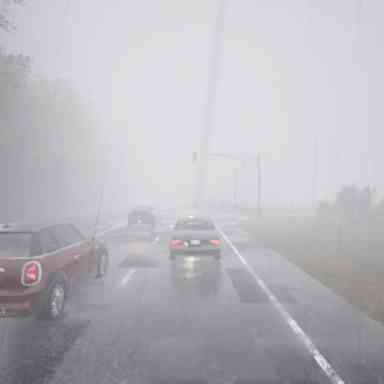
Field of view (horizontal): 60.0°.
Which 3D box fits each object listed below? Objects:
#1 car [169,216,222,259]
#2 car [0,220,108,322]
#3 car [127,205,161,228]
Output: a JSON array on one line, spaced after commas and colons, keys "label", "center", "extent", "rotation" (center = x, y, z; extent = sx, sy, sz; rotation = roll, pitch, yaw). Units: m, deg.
[{"label": "car", "center": [0.104, 1.646, 12.955], "extent": [2.033, 1.411, 5.357], "rotation": [0, 0, 0]}, {"label": "car", "center": [-3.400, 1.409, 7.502], "extent": [2.097, 1.767, 4.553], "rotation": [0, 0, 0]}, {"label": "car", "center": [-3.399, 1.685, 23.902], "extent": [1.837, 1.490, 4.892], "rotation": [0, -1, 0]}]
